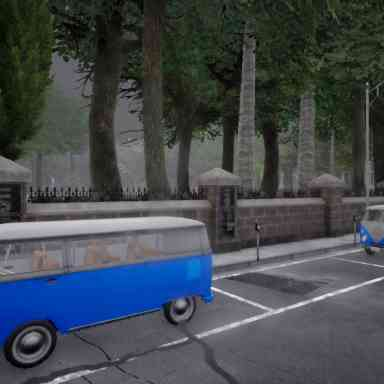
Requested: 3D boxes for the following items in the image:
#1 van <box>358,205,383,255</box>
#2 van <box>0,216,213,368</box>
[{"bbox_3d":[7.672,1.338,12.037,3.998,1.788,1.690,0,0,-36],"label":"van"},{"bbox_3d":[-1.529,1.341,5.450,3.998,1.788,1.690,0,0,-36],"label":"van"}]
